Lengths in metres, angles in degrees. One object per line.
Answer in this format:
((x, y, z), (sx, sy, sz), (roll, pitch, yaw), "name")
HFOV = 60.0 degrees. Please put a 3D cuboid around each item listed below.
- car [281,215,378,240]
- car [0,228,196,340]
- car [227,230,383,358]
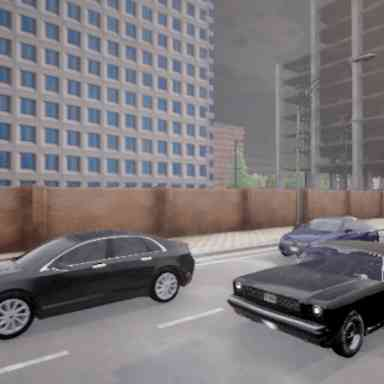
((5.209, 1.620, 12.321), (4.674, 1.442, 1.812), (0, -1, -37), "car")
((-2.167, 1.561, 6.768), (4.892, 1.490, 1.837), (0, -1, -37), "car")
((2.911, 1.649, 6.212), (4.718, 1.301, 1.895), (0, -1, -37), "car")
